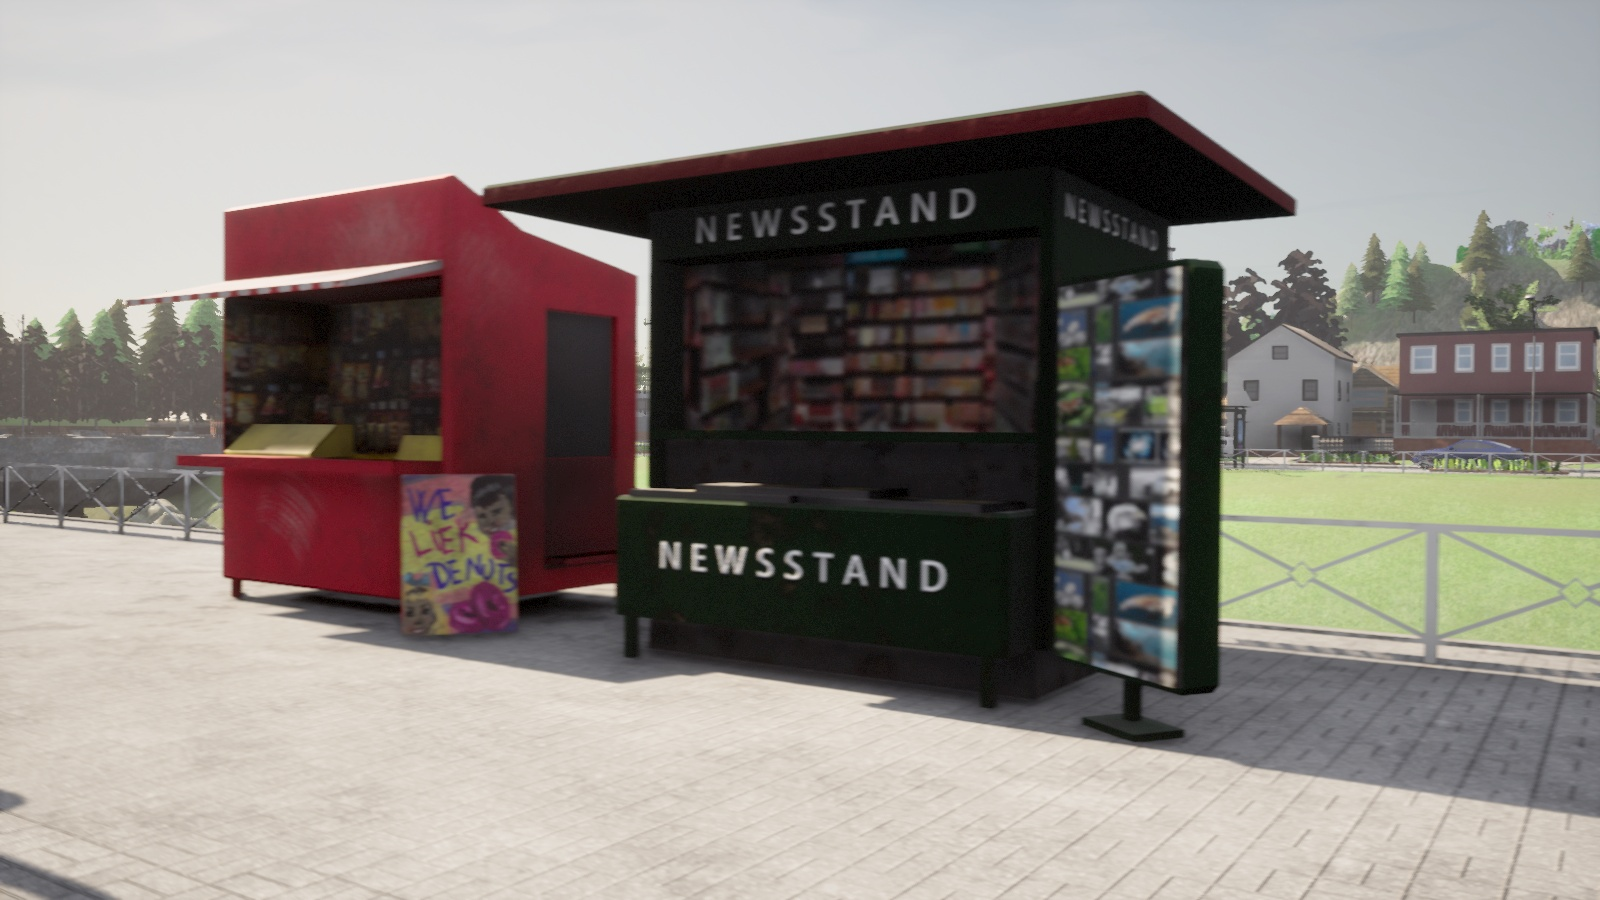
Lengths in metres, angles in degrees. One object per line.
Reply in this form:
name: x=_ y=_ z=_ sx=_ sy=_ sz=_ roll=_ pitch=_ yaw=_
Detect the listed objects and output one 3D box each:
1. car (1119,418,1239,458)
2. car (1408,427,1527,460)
car: x=19.654 y=-0.618 z=65.234 sx=5.566 sy=2.045 sz=2.150 roll=0 pitch=1 yaw=34
car: x=30.733 y=-0.311 z=57.876 sx=4.674 sy=1.442 sz=1.812 roll=0 pitch=1 yaw=34
